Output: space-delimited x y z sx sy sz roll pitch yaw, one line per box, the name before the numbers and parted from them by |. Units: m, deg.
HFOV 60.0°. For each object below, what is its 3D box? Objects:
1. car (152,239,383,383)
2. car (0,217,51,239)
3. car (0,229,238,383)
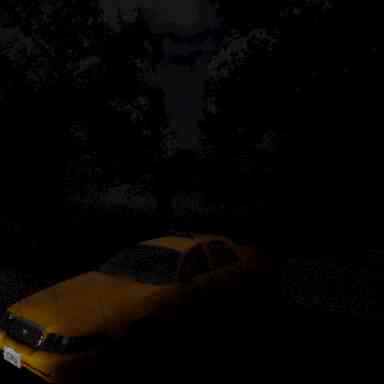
car | 1.977 1.479 4.358 2.097 1.535 5.008 0 0 35
car | -7.006 1.388 10.748 2.231 1.521 4.892 1 1 35
car | -0.405 1.466 5.821 1.946 1.575 5.366 0 0 35
